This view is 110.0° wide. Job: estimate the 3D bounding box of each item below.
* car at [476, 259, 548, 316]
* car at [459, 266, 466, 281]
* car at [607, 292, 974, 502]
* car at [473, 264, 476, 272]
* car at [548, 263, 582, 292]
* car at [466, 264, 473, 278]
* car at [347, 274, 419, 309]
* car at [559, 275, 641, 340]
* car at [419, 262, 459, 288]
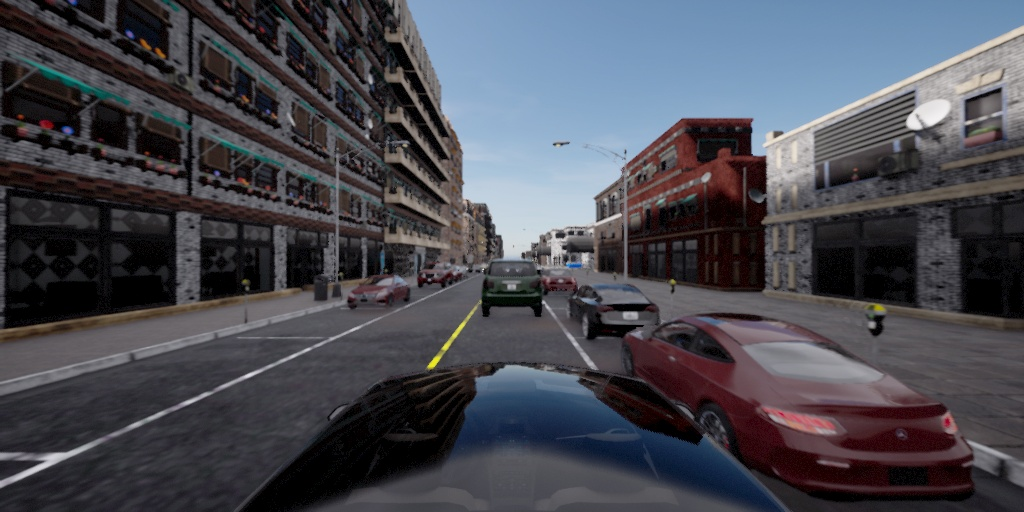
[{"bbox_3d":[0.002,1.121,14.379,2.150,2.045,5.566,0,0,0],"label":"car"},{"bbox_3d":[-5.707,1.556,32.977,1.967,1.591,4.097,0,0,0],"label":"car"},{"bbox_3d":[2.689,1.364,4.497,1.802,1.307,4.207,0,0,0],"label":"car"},{"bbox_3d":[-5.720,1.966,55.762,1.948,1.339,4.313,0,0,0],"label":"car"},{"bbox_3d":[2.679,1.421,21.585,1.967,1.591,4.097,0,0,0],"label":"car"},{"bbox_3d":[-5.710,1.736,38.674,2.007,1.370,4.403,0,0,0],"label":"car"},{"bbox_3d":[-5.698,1.495,15.888,1.802,1.307,4.207,0,0,0],"label":"car"},{"bbox_3d":[2.686,1.413,10.193,1.948,1.339,4.313,0,0,0],"label":"car"},{"bbox_3d":[-5.704,1.363,27.280,2.192,1.841,5.009,0,0,0],"label":"car"}]
